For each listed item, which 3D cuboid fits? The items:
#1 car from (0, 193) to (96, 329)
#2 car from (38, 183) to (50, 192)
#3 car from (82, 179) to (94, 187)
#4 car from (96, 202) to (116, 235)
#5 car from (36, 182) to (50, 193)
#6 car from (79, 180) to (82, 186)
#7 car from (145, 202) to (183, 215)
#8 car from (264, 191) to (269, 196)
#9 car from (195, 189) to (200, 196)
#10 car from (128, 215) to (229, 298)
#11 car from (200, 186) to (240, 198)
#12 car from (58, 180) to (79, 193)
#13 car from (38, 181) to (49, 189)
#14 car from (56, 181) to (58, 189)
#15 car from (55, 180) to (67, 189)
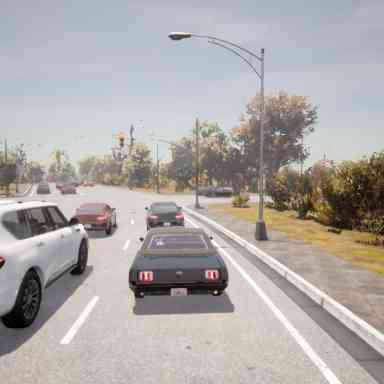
[{"bbox_3d":[-3.808,1.174,6.948,2.150,2.045,5.566,0,1,-4],"label":"car"},{"bbox_3d":[-27.023,-0.889,60.739,1.994,1.385,4.181,-1,3,-24],"label":"car"},{"bbox_3d":[-25.984,-2.201,83.466,2.097,1.767,4.553,-1,3,-25],"label":"car"},{"bbox_3d":[-4.896,1.247,16.780,1.812,1.442,4.674,0,2,-8],"label":"car"},{"bbox_3d":[-23.028,-0.483,51.643,1.837,1.490,4.892,-1,3,-23],"label":"car"},{"bbox_3d":[-28.995,-1.992,81.648,1.882,1.535,5.008,-1,3,-25],"label":"car"},{"bbox_3d":[-1.461,1.219,17.376,1.812,1.442,4.674,0,2,-8],"label":"car"},{"bbox_3d":[13.436,0.087,52.280,4.181,1.385,1.994,2,2,-22],"label":"car"},{"bbox_3d":[2.840,-0.158,48.069,4.892,1.490,1.837,0,3,-22],"label":"car"},{"bbox_3d":[-0.386,1.525,8.356,1.895,1.301,4.718,0,1,-4],"label":"car"},{"bbox_3d":[3.969,0.103,44.762,4.718,1.301,1.895,0,3,-22],"label":"car"},{"bbox_3d":[-19.275,-0.643,51.803,2.097,1.767,4.553,-1,3,-23],"label":"car"},{"bbox_3d":[-31.370,-1.436,70.178,1.882,1.535,5.008,-1,3,-25],"label":"car"},{"bbox_3d":[-23.643,-0.901,61.754,1.895,1.301,4.718,-1,3,-24],"label":"car"},{"bbox_3d":[-28.124,-1.625,71.492,2.097,1.767,4.553,-1,3,-25],"label":"car"}]
